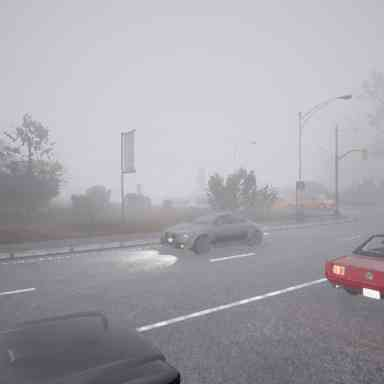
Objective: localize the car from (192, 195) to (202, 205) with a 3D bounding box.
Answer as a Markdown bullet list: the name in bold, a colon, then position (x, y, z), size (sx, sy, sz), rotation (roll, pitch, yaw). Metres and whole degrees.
- **car**: position (2.685, 1.131, 51.037), size (2.097, 1.767, 4.553), rotation (-1, 0, -39)

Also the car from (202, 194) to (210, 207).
- **car**: position (3.972, 1.282, 43.847), size (1.882, 1.535, 5.008), rotation (-1, 0, -39)

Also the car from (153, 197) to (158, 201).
- **car**: position (-6.677, 1.326, 74.030), size (1.895, 1.301, 4.718), rotation (-1, 0, -38)

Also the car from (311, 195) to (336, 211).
- **car**: position (13.779, 1.122, 37.252), size (2.097, 1.767, 4.553), rotation (-1, 0, -39)

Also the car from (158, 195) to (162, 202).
- **car**: position (-3.501, 1.384, 58.756), size (1.895, 1.301, 4.718), rotation (-1, 0, -38)

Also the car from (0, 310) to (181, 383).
- **car**: position (-2.339, 1.601, 2.067), size (4.718, 1.301, 1.895), rotation (0, 0, -36)

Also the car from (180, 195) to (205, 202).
- **car**: position (0.057, 1.272, 65.764), size (2.033, 1.411, 5.357), rotation (-1, 0, -38)

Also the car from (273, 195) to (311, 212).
- **car**: position (9.941, 1.278, 36.437), size (1.882, 1.535, 5.008), rotation (-1, 0, -39)

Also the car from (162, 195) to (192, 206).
- **car**: position (-2.340, 1.373, 51.697), size (1.994, 1.385, 4.181), rotation (-1, 0, -39)

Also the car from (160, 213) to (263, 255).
- **car**: position (0.841, 1.533, 13.209), size (4.181, 1.385, 1.994), rotation (0, 0, -36)

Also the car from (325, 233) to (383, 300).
- **car**: position (5.107, 1.570, 7.407), size (4.718, 1.301, 1.895), rotation (0, 0, -36)
